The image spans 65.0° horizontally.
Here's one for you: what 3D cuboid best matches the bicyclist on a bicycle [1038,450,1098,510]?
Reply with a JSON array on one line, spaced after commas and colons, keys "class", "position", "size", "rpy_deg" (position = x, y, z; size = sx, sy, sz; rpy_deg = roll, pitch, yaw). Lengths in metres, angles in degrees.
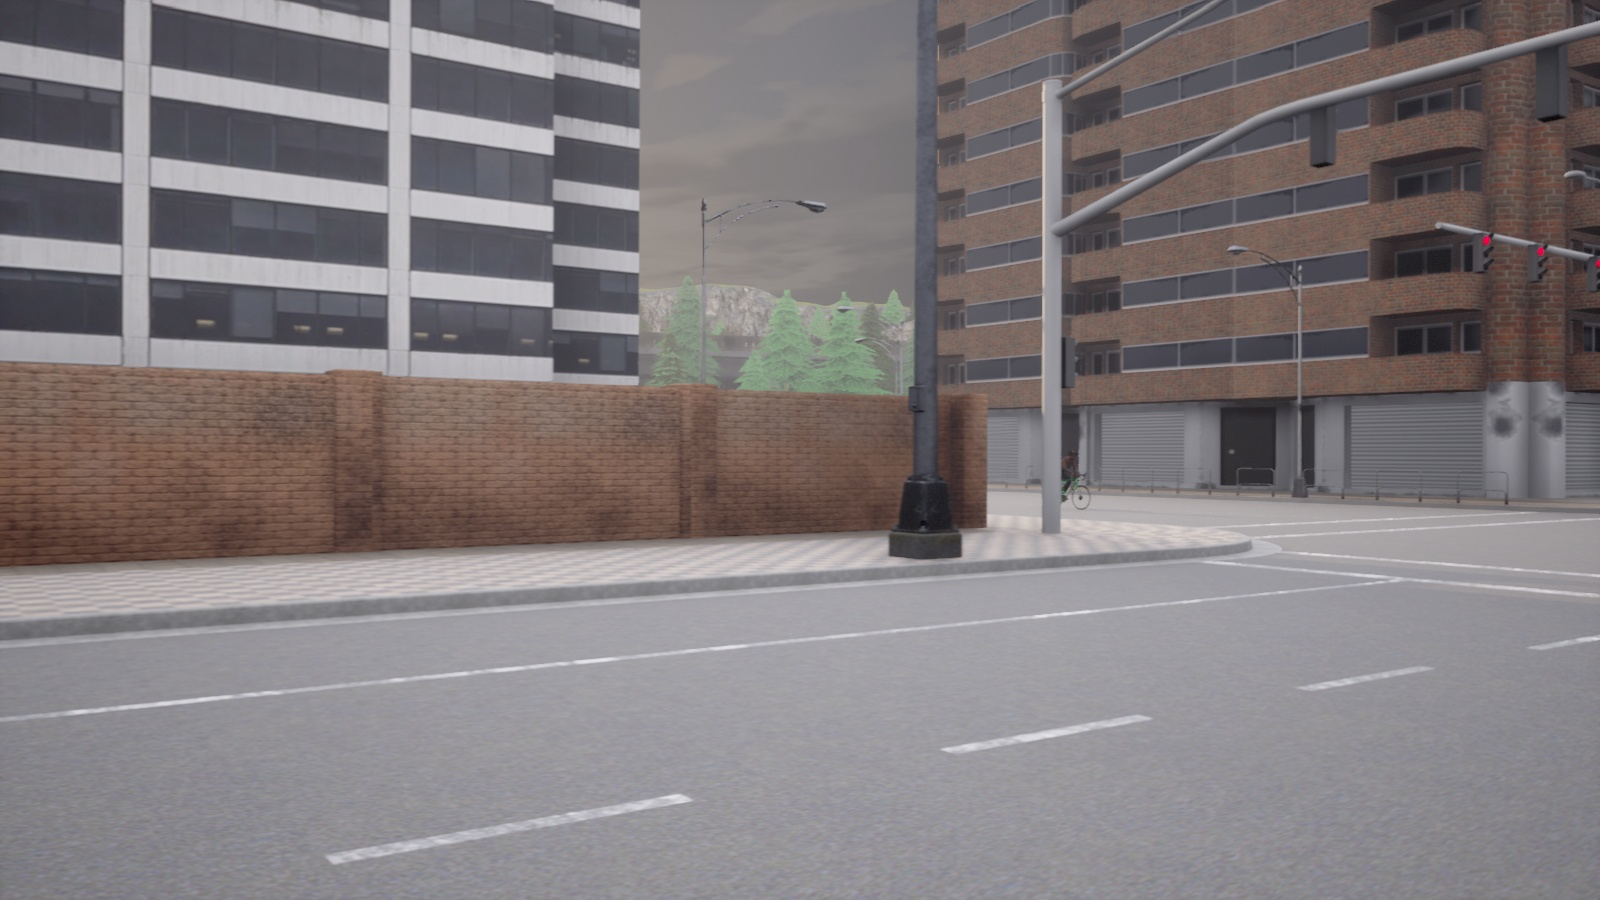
[{"class": "bicyclist on a bicycle", "position": [7.364, 0.806, 34.592], "size": [0.582, 1.620, 1.656], "rpy_deg": [0, 0, -35]}]
